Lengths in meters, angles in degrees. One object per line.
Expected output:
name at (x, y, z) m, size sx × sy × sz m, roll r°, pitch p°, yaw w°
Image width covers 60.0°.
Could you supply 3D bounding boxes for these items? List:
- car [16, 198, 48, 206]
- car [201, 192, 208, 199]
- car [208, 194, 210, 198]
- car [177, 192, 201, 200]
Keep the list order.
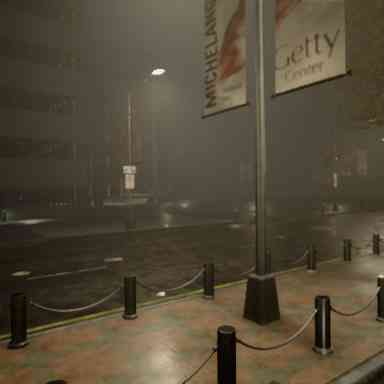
car at (-15.886, 1.263, 31.163) m, size 4.674 × 1.452 × 2.002 m, roll -1°, pitch 0°, yaw -36°
car at (0.573, 0.985, 80.642) m, size 4.902 × 1.511 × 2.128 m, roll 0°, pitch 0°, yaw 30°
car at (2.130, 0.779, 83.761) m, size 4.553 × 1.767 × 2.097 m, roll 0°, pitch 0°, yaw 26°
car at (-1.213, 0.972, 77.616) m, size 5.008 × 1.535 × 1.882 m, roll 0°, pitch 0°, yaw 30°
